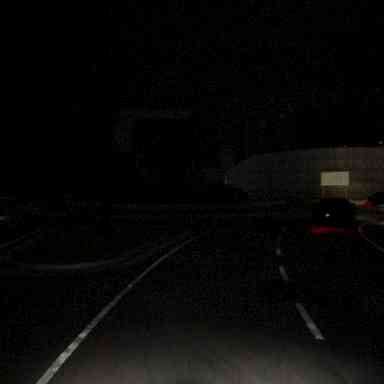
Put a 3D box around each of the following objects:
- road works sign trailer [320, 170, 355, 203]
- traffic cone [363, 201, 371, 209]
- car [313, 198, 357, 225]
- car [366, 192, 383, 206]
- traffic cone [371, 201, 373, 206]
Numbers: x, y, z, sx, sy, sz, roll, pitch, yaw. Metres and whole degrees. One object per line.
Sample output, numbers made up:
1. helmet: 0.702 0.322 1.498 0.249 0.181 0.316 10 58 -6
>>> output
1. road works sign trailer: 12.019 -0.063 27.942 2.380 3.560 2.880 1 1 35
2. traffic cone: 17.231 1.335 32.873 0.340 0.580 0.340 1 1 35
3. car: 8.860 1.089 20.520 1.882 1.535 5.008 0 1 33
4. car: 20.988 0.774 37.170 1.882 1.535 5.008 1 2 17
5. traffic cone: 18.371 1.305 34.517 0.340 0.580 0.340 1 1 35
